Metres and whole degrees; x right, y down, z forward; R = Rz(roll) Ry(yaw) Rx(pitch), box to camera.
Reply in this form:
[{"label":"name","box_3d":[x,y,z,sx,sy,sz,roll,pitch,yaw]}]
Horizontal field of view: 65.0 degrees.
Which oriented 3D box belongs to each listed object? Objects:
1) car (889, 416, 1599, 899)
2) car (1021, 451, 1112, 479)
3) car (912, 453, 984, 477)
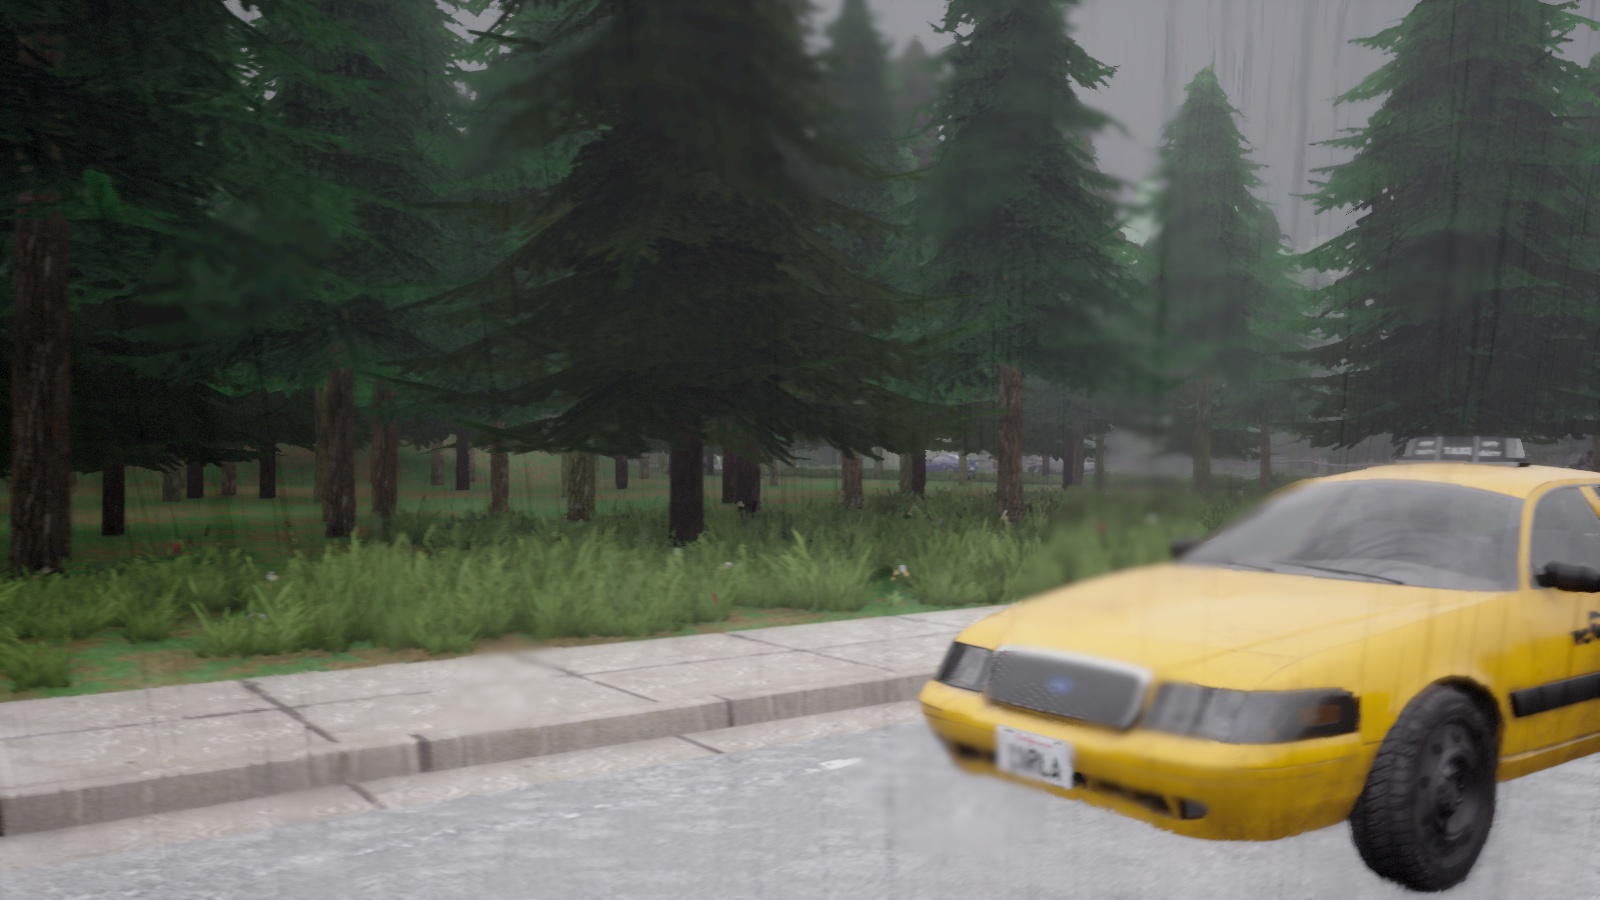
[{"label":"car","box_3d":[3.059,0.692,5.951,5.366,1.575,1.801,0,0,-36]},{"label":"car","box_3d":[15.002,0.824,70.841,2.128,1.511,4.902,0,0,-35]},{"label":"car","box_3d":[9.281,0.928,78.989,1.812,1.442,4.674,0,0,-36]}]
